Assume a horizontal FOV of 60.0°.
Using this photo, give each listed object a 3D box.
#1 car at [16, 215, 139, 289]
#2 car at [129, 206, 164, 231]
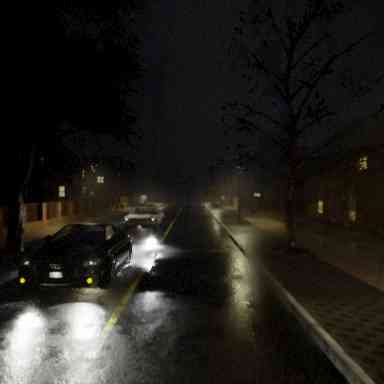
[{"bbox_3d":[-2.847,1.547,8.956,1.994,1.385,4.181,0,0,0],"label":"car"},{"bbox_3d":[-2.816,1.562,20.184,1.895,1.301,4.718,0,0,0],"label":"car"}]
